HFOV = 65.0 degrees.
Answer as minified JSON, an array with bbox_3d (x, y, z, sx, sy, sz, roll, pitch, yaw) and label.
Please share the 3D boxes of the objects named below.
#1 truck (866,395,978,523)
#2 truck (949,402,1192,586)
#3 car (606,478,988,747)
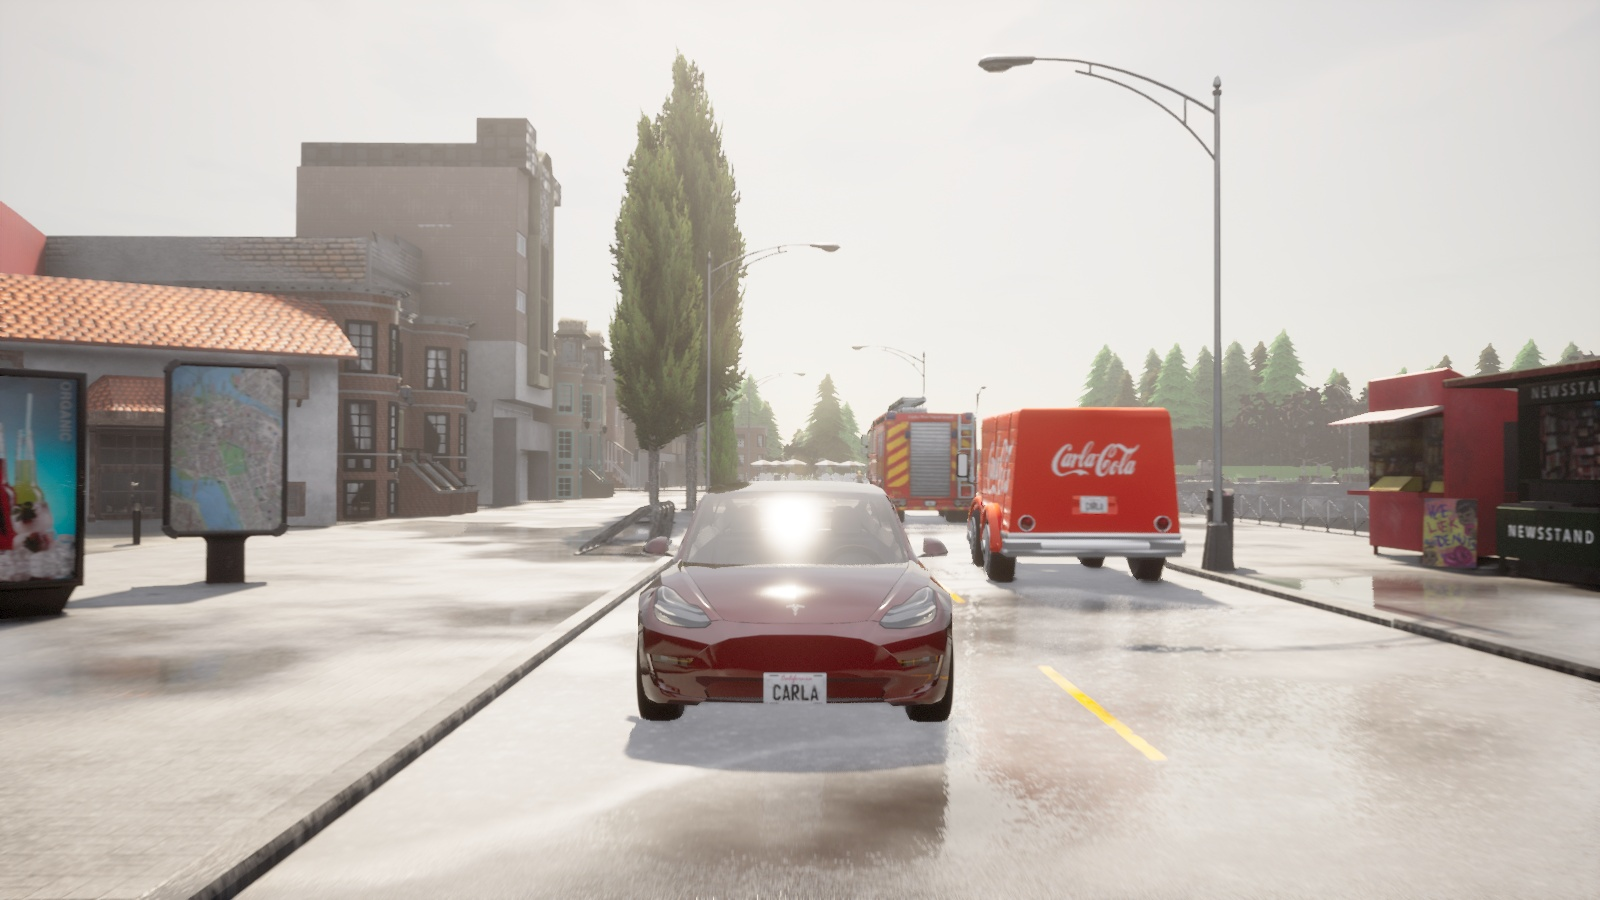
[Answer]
[{"bbox_3d":[3.886,0.339,42.077,2.891,3.827,8.468,0,-1,0],"label":"truck"},{"bbox_3d":[3.947,0.639,19.513,2.627,2.467,5.204,0,-1,0],"label":"truck"},{"bbox_3d":[-0.025,0.974,9.520,2.163,1.488,4.792,0,-1,0],"label":"car"}]
